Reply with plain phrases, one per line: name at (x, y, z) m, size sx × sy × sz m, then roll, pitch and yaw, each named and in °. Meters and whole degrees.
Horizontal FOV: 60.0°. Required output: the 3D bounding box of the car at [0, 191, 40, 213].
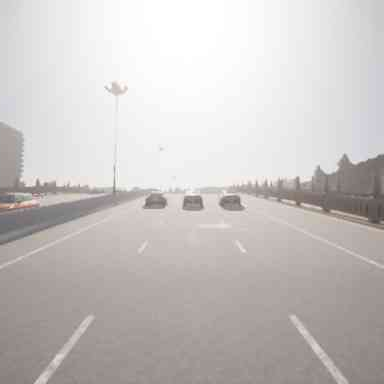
car at (-10.604, 0.844, 19.040) m, size 2.097 × 1.767 × 4.553 m, roll 0°, pitch 2°, yaw 0°

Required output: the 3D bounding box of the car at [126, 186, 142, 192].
car at (-10.534, -0.330, 62.645) m, size 1.812 × 1.442 × 4.674 m, roll 0°, pitch 1°, yaw 0°

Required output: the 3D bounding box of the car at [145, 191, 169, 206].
car at (-3.414, 0.611, 32.753) m, size 1.994 × 1.385 × 4.181 m, roll 0°, pitch 2°, yaw 0°

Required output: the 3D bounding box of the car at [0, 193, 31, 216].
car at (-14.105, 0.867, 24.355) m, size 2.033 × 1.411 × 5.357 m, roll 0°, pitch 2°, yaw 0°

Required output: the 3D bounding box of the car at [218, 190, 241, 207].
car at (3.586, 0.559, 32.147) m, size 2.128 × 1.511 × 4.902 m, roll 0°, pitch 2°, yaw 0°

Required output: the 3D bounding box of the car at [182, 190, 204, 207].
car at (0.086, 0.558, 32.180) m, size 2.128 × 1.511 × 4.902 m, roll 0°, pitch 2°, yaw 0°

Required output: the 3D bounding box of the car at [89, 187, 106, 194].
car at (-17.526, -0.242, 61.601) m, size 1.895 × 1.301 × 4.718 m, roll 0°, pitch 1°, yaw 0°

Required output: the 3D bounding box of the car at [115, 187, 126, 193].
car at (-14.019, -0.325, 66.077) m, size 2.033 × 1.411 × 5.357 m, roll 0°, pitch 0°, yaw 0°
